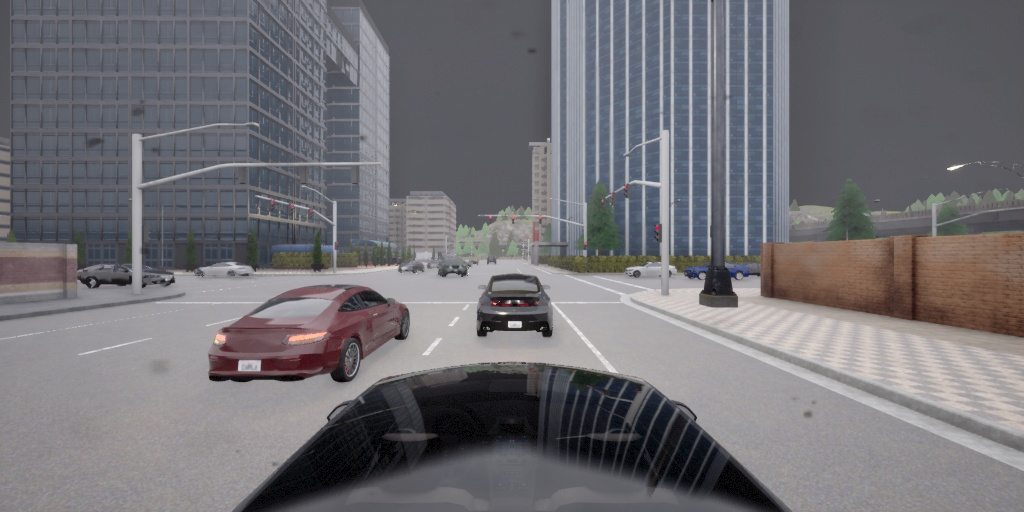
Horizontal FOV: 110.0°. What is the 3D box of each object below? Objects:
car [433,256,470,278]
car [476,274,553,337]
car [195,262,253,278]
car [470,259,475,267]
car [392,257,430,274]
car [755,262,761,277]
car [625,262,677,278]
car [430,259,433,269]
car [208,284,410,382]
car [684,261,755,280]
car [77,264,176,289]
[{"bbox_3d":[-5.933,0.973,34.789,2.150,2.045,5.566,-1,0,-19],"label":"car"},{"bbox_3d":[0.065,1.255,10.275,1.837,1.490,4.892,0,0,0],"label":"car"},{"bbox_3d":[-26.703,1.275,33.352,4.674,1.442,1.812,0,0,0],"label":"car"},{"bbox_3d":[-8.083,1.276,62.383,1.812,1.442,4.674,0,1,-1],"label":"car"},{"bbox_3d":[-11.596,1.241,41.554,2.128,1.511,4.902,0,0,4],"label":"car"},{"bbox_3d":[22.616,1.297,33.867,5.357,1.411,2.033,0,0,-1],"label":"car"},{"bbox_3d":[13.030,1.276,33.763,4.674,1.442,1.812,0,0,1],"label":"car"},{"bbox_3d":[-11.469,1.242,54.052,2.128,1.511,4.902,0,0,-1],"label":"car"},{"bbox_3d":[-3.437,1.276,7.010,1.812,1.442,4.674,0,0,0],"label":"car"},{"bbox_3d":[17.212,1.228,30.319,5.008,1.535,1.882,0,0,0],"label":"car"},{"bbox_3d":[-24.228,1.241,22.716,4.902,1.511,2.128,0,0,0],"label":"car"}]
